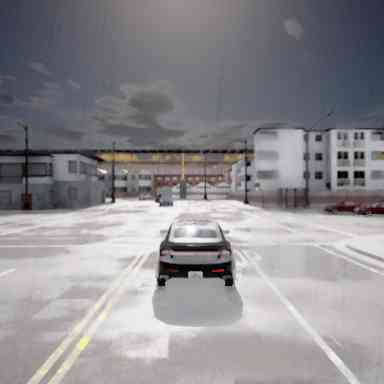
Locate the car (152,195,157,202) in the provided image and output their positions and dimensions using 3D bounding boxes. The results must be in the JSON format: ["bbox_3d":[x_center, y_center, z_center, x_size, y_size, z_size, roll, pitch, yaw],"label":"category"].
[{"bbox_3d":[-5.556,1.173,60.458,1.837,1.490,4.892,0,2,-16],"label":"car"}]

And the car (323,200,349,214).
[{"bbox_3d":[16.526,1.630,35.749,4.674,1.442,1.812,0,0,1],"label":"car"}]

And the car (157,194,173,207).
[{"bbox_3d":[-3.918,1.227,50.604,2.097,1.767,4.553,0,1,-5],"label":"car"}]

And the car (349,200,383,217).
[{"bbox_3d":[18.215,1.620,32.212,4.674,1.442,1.812,0,0,1],"label":"car"}]

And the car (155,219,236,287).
[{"bbox_3d":[0.084,1.519,9.381,2.128,1.511,4.902,0,0,0],"label":"car"}]

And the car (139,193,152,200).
[{"bbox_3d":[-9.715,0.977,70.366,1.812,1.442,4.674,0,1,-30],"label":"car"}]
